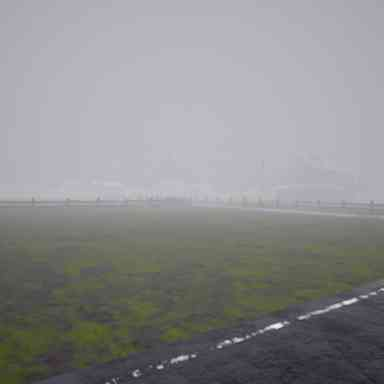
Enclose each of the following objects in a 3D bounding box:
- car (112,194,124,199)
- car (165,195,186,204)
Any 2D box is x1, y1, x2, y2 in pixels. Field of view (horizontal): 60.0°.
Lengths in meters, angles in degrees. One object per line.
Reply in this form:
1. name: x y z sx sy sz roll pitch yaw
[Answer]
1. car: -19.965 1.249 89.648 2.128 1.511 4.902 1 0 -35
2. car: -3.075 1.309 60.984 2.097 1.767 4.553 1 0 -35
